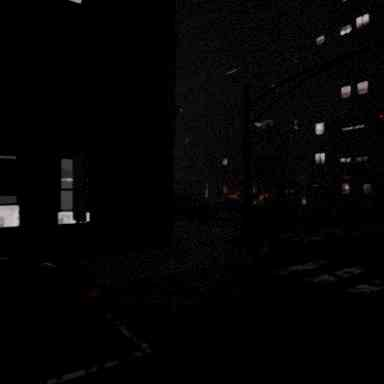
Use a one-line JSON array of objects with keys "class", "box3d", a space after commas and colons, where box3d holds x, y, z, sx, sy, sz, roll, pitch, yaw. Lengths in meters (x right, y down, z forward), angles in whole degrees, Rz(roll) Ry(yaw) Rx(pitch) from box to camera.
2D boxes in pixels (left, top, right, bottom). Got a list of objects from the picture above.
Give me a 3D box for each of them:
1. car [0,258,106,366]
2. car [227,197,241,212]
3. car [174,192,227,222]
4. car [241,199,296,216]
[{"class": "car", "box3d": [-3.233, 1.584, 4.246, 4.206, 1.307, 1.802, 0, 1, -35]}, {"class": "car", "box3d": [3.183, 1.142, 31.751, 1.802, 1.307, 4.206, 1, 0, -36]}, {"class": "car", "box3d": [-0.355, 0.946, 22.356, 2.192, 1.841, 5.009, 1, 0, -36]}, {"class": "car", "box3d": [6.450, 1.207, 27.239, 1.947, 1.339, 4.313, 1, 0, -36]}]
